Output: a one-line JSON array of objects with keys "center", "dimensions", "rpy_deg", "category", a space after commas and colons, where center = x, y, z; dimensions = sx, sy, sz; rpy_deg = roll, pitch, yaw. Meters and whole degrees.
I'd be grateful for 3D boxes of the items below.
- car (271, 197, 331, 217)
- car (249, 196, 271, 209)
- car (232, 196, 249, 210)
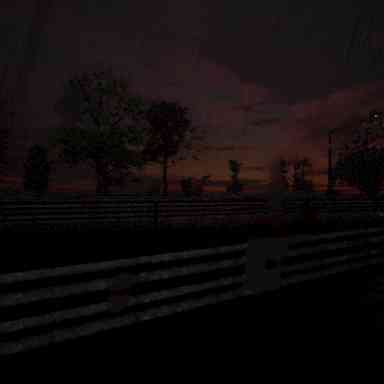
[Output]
[{"center": [9.300, 1.178, 27.379], "dimensions": [4.892, 1.490, 1.837], "rpy_deg": [0, 0, -22], "category": "car"}, {"center": [7.790, 1.244, 30.537], "dimensions": [4.181, 1.385, 1.994], "rpy_deg": [0, 0, -22], "category": "car"}, {"center": [6.283, 1.180, 33.704], "dimensions": [4.892, 1.490, 1.837], "rpy_deg": [0, 0, -22], "category": "car"}]
